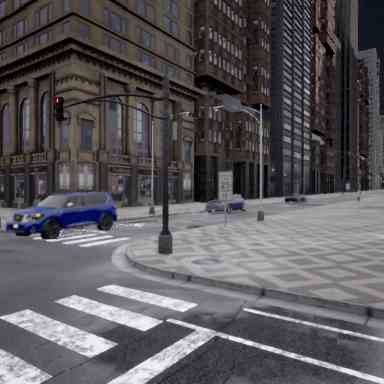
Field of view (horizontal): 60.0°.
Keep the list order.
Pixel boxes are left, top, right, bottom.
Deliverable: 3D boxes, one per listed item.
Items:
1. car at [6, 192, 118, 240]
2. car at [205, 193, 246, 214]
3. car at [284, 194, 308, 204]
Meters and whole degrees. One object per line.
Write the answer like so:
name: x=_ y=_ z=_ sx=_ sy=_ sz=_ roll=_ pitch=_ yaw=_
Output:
car: x=-6.144 y=1.057 z=16.541 sx=2.150 sy=2.045 sz=5.566 roll=0 pitch=1 yaw=30
car: x=3.093 y=0.962 z=30.122 sx=2.097 sy=1.767 sz=4.553 roll=0 pitch=1 yaw=35
car: x=14.389 y=0.953 z=45.877 sx=1.895 sy=1.301 sz=4.718 roll=0 pitch=1 yaw=36
